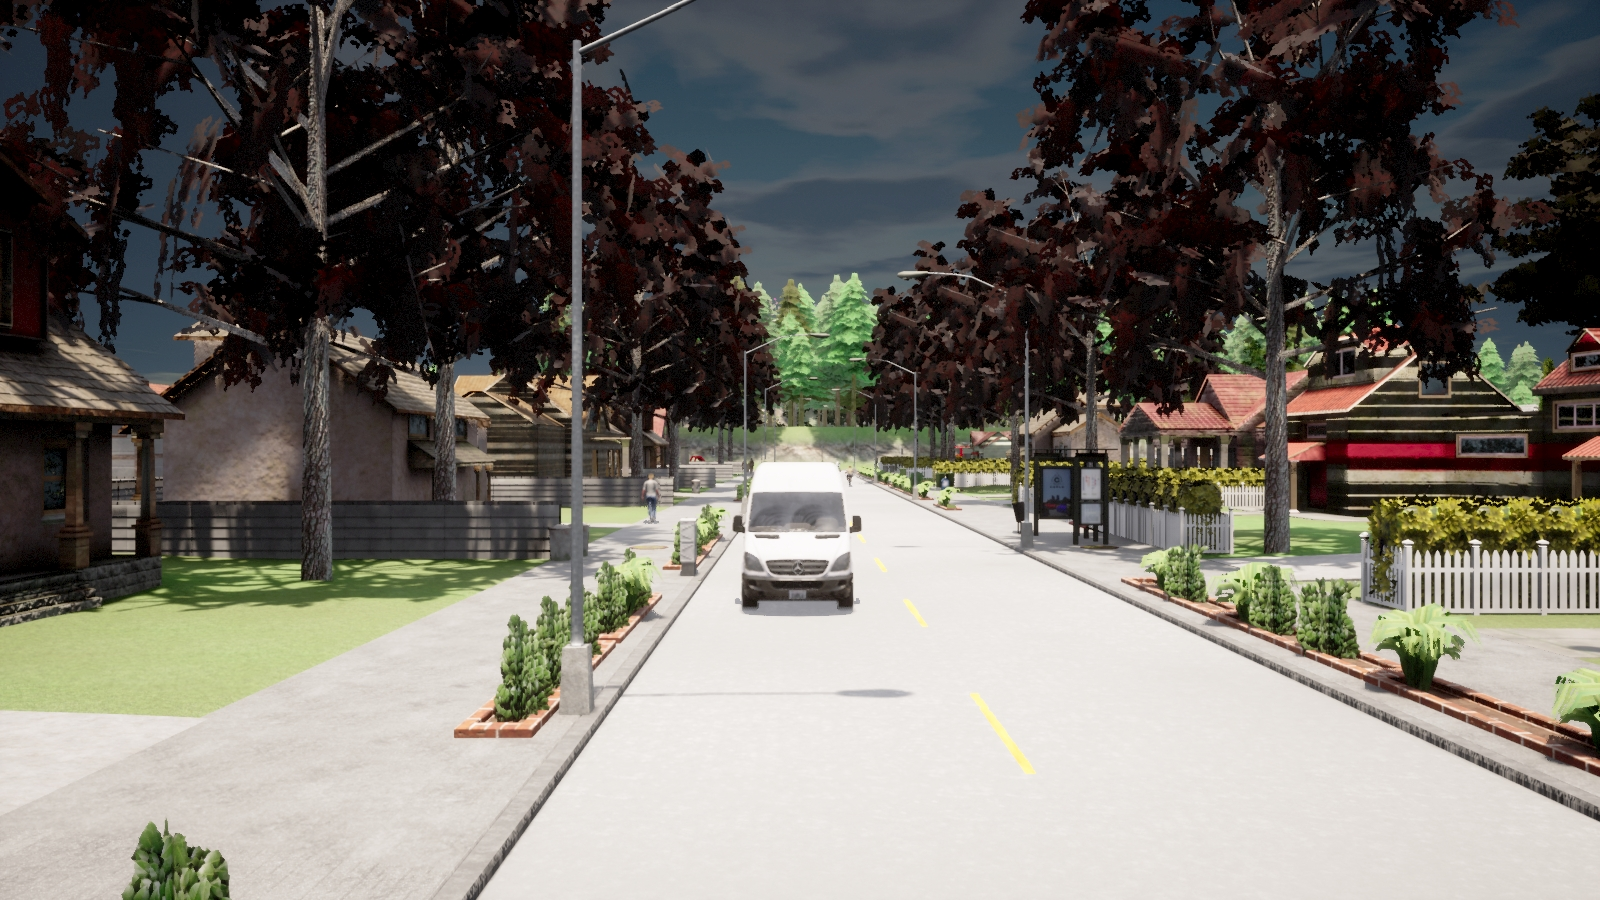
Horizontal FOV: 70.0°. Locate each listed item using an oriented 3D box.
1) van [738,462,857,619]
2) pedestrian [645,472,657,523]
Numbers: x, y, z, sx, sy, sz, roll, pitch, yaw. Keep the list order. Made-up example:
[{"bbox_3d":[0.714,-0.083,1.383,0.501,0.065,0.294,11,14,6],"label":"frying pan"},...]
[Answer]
[{"bbox_3d":[-0.044,1.534,21.957,1.988,2.561,5.915,0,0,0],"label":"van"},{"bbox_3d":[-5.485,1.743,42.106,0.375,1.860,0.375,0,0,2],"label":"pedestrian"}]
